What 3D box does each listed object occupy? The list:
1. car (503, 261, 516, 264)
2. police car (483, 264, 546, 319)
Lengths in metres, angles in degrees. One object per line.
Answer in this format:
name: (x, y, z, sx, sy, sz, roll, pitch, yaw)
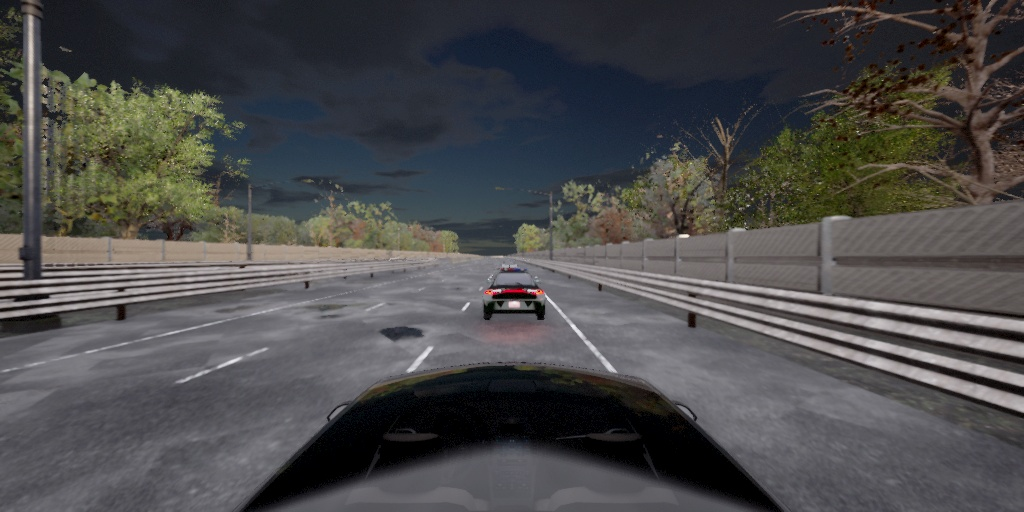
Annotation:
car: (-0.323, 1.272, 44.797, 1.895, 1.301, 4.718, 0, 0, -1)
police car: (0.060, 1.233, 12.834, 2.038, 1.542, 4.974, 0, 0, 0)
